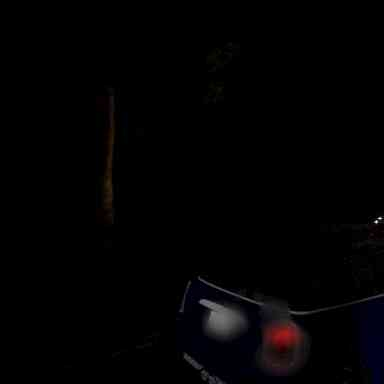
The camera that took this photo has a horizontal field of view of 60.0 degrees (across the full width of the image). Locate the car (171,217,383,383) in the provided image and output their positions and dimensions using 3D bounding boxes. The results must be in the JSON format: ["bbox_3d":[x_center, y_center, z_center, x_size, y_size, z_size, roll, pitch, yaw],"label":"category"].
[{"bbox_3d":[2.056,1.389,4.627,4.553,1.767,2.097,1,0,-33],"label":"car"}]
